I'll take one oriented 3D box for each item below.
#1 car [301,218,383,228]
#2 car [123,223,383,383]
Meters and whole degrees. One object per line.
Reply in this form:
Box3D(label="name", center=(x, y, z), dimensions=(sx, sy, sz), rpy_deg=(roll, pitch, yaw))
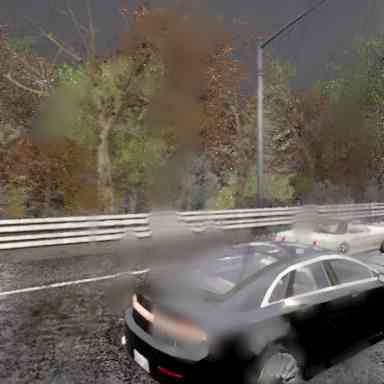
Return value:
Box3D(label="car", center=(5.214, 1.566, 11.715), dimensions=(4.718, 1.301, 1.895), rpy_deg=(0, 0, -35))
Box3D(label="car", center=(1.464, 1.479, 4.775), dimensions=(4.902, 1.511, 2.128), rpy_deg=(0, 0, -35))
